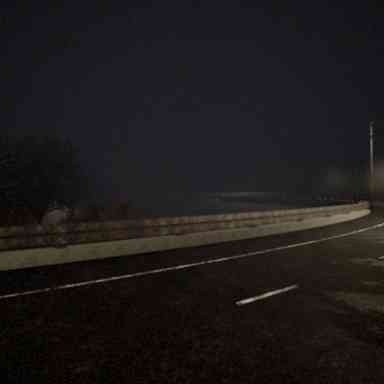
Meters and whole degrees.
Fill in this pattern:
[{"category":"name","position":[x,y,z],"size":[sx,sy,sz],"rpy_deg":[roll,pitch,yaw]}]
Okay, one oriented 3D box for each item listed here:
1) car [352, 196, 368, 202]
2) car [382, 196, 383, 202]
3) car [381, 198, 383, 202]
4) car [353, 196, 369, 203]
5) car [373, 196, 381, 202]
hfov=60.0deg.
[{"category":"car","position":[39.859,1.633,79.122],"size":[1.812,1.442,4.674],"rpy_deg":[0,0,5]},{"category":"car","position":[46.802,1.671,78.236],"size":[1.895,1.301,4.718],"rpy_deg":[0,0,5]},{"category":"car","position":[41.643,1.736,68.851],"size":[1.812,1.442,4.674],"rpy_deg":[0,0,10]},{"category":"car","position":[39.809,1.776,78.795],"size":[1.837,1.490,4.892],"rpy_deg":[0,0,5]},{"category":"car","position":[43.329,1.617,78.664],"size":[1.812,1.442,4.674],"rpy_deg":[0,0,5]}]
